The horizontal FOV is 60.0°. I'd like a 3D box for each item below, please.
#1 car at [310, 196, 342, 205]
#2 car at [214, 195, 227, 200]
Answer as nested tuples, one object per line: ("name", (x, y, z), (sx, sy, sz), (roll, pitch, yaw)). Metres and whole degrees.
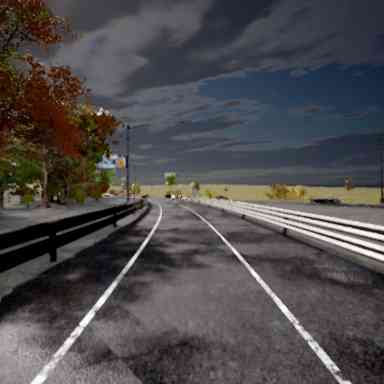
("car", (20.537, 1.328, 51.222), (1.895, 1.301, 4.718), (0, 0, -24))
("car", (6.888, 1.434, 81.259), (1.994, 1.385, 4.181), (0, 0, -24))
